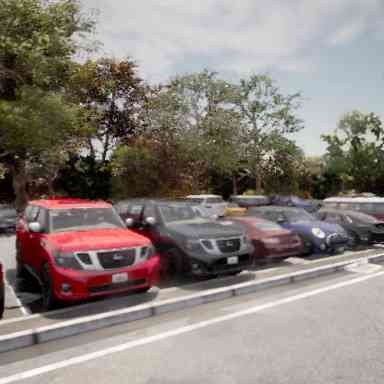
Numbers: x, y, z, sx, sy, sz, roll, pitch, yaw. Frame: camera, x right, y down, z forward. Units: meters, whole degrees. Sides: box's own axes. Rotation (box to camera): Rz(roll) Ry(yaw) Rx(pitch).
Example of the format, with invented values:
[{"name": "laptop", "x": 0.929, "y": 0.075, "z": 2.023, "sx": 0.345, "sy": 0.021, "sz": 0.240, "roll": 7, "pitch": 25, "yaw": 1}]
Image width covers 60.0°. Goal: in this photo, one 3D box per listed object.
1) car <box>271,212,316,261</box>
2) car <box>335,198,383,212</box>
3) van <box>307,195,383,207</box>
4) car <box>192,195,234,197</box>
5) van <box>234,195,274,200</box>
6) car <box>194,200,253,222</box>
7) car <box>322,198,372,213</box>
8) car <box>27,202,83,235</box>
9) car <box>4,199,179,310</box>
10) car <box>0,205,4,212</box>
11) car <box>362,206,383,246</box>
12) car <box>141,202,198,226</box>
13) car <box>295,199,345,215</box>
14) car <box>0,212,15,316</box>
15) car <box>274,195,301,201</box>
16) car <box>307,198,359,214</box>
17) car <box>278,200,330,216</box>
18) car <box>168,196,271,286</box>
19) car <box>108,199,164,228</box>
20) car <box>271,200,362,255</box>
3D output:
[{"name": "car", "x": 1.612, "y": 1.549, "z": 11.678, "sx": 2.002, "sy": 1.452, "sz": 4.674, "roll": 0, "pitch": 0, "yaw": -36}, {"name": "car", "x": 20.755, "y": 1.571, "z": 41.449, "sx": 2.231, "sy": 1.521, "sz": 4.892, "roll": 0, "pitch": 0, "yaw": -36}, {"name": "van", "x": 8.384, "y": 1.317, "z": 16.669, "sx": 1.878, "sy": 1.987, "sz": 4.442, "roll": 0, "pitch": 0, "yaw": -36}, {"name": "car", "x": 0.411, "y": 1.290, "z": 26.940, "sx": 2.435, "sy": 2.045, "sz": 5.566, "roll": 0, "pitch": 0, "yaw": -36}, {"name": "van", "x": 4.875, "y": 1.338, "z": 30.240, "sx": 1.878, "sy": 1.987, "sz": 4.442, "roll": 0, "pitch": 0, "yaw": -36}, {"name": "car", "x": 2.577, "y": 1.550, "z": 28.682, "sx": 1.946, "sy": 1.575, "sz": 5.366, "roll": 0, "pitch": 0, "yaw": -36}, {"name": "car", "x": 18.496, "y": 1.578, "z": 39.834, "sx": 2.097, "sy": 1.535, "sz": 5.008, "roll": 0, "pitch": 0, "yaw": -36}, {"name": "car", "x": -8.495, "y": 1.493, "z": 20.305, "sx": 1.946, "sy": 1.575, "sz": 5.366, "roll": 0, "pitch": 0, "yaw": -36}, {"name": "car", "x": -2.932, "y": 1.235, "z": 8.396, "sx": 2.435, "sy": 2.045, "sz": 5.566, "roll": 0, "pitch": 0, "yaw": -36}, {"name": "car", "x": -10.865, "y": 1.486, "z": 18.845, "sx": 2.231, "sy": 1.521, "sz": 4.892, "roll": 0, "pitch": 0, "yaw": -36}, {"name": "car", "x": 6.174, "y": 1.533, "z": 14.937, "sx": 2.231, "sy": 1.521, "sz": 4.892, "roll": 0, "pitch": 0, "yaw": -36}, {"name": "car", "x": -1.813, "y": 1.560, "z": 25.278, "sx": 2.163, "sy": 1.488, "sz": 4.792, "roll": 0, "pitch": 0, "yaw": -36}, {"name": "car", "x": 13.996, "y": 1.619, "z": 36.586, "sx": 2.163, "sy": 1.488, "sz": 4.792, "roll": 0, "pitch": 0, "yaw": -36}, {"name": "car", "x": -5.211, "y": 1.349, "z": 6.763, "sx": 2.185, "sy": 1.767, "sz": 4.553, "roll": 0, "pitch": 0, "yaw": -36}, {"name": "car", "x": 7.184, "y": 1.324, "z": 31.784, "sx": 2.435, "sy": 2.045, "sz": 5.566, "roll": 0, "pitch": 0, "yaw": -36}, {"name": "car", "x": 16.126, "y": 1.581, "z": 38.372, "sx": 1.946, "sy": 1.575, "sz": 5.366, "roll": 0, "pitch": 0, "yaw": -36}, {"name": "car", "x": 11.699, "y": 1.615, "z": 35.014, "sx": 2.163, "sy": 1.488, "sz": 4.792, "roll": 0, "pitch": 0, "yaw": -36}, {"name": "car", "x": -0.652, "y": 1.246, "z": 10.027, "sx": 2.435, "sy": 2.045, "sz": 5.566, "roll": 0, "pitch": 0, "yaw": -36}, {"name": "car", "x": -4.106, "y": 1.393, "z": 23.711, "sx": 2.185, "sy": 1.767, "sz": 4.553, "roll": 0, "pitch": 0, "yaw": -36}, {"name": "car", "x": 3.873, "y": 1.394, "z": 13.337, "sx": 2.185, "sy": 1.767, "sz": 4.553, "roll": 0, "pitch": 0, "yaw": -36}]
